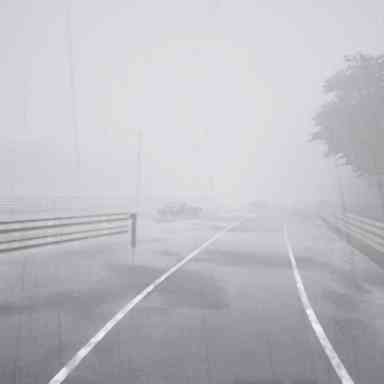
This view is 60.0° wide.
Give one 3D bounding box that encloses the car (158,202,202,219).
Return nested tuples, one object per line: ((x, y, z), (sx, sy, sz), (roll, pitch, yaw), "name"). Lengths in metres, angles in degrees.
((-0.870, 1.536, 28.083), (1.895, 1.301, 4.718), (2, 0, 27), "car")

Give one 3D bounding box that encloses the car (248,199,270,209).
((9.737, 1.697, 48.147), (2.033, 1.411, 5.357), (2, 0, 28), "car")

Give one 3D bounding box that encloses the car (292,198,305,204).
((23.313, 2.001, 72.433), (1.895, 1.301, 4.718), (2, 0, 30), "car")
